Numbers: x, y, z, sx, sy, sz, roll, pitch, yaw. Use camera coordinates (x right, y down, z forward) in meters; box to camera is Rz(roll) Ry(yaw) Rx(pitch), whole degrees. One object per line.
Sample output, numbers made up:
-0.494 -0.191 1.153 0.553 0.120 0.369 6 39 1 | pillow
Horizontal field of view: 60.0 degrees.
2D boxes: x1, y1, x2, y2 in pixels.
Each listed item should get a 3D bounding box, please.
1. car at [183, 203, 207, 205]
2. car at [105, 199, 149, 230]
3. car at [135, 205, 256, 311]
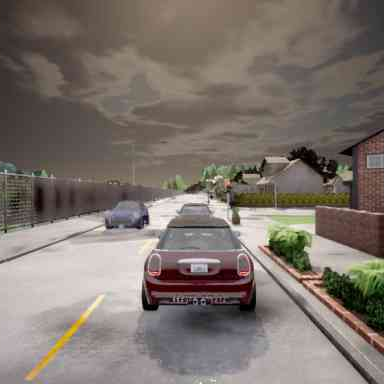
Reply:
0.171 1.352 17.631 2.097 1.767 4.553 0 0 0 | car
-3.950 1.351 20.925 2.097 1.767 4.553 0 0 1 | car
0.129 1.352 7.934 2.097 1.767 4.553 0 0 0 | car
